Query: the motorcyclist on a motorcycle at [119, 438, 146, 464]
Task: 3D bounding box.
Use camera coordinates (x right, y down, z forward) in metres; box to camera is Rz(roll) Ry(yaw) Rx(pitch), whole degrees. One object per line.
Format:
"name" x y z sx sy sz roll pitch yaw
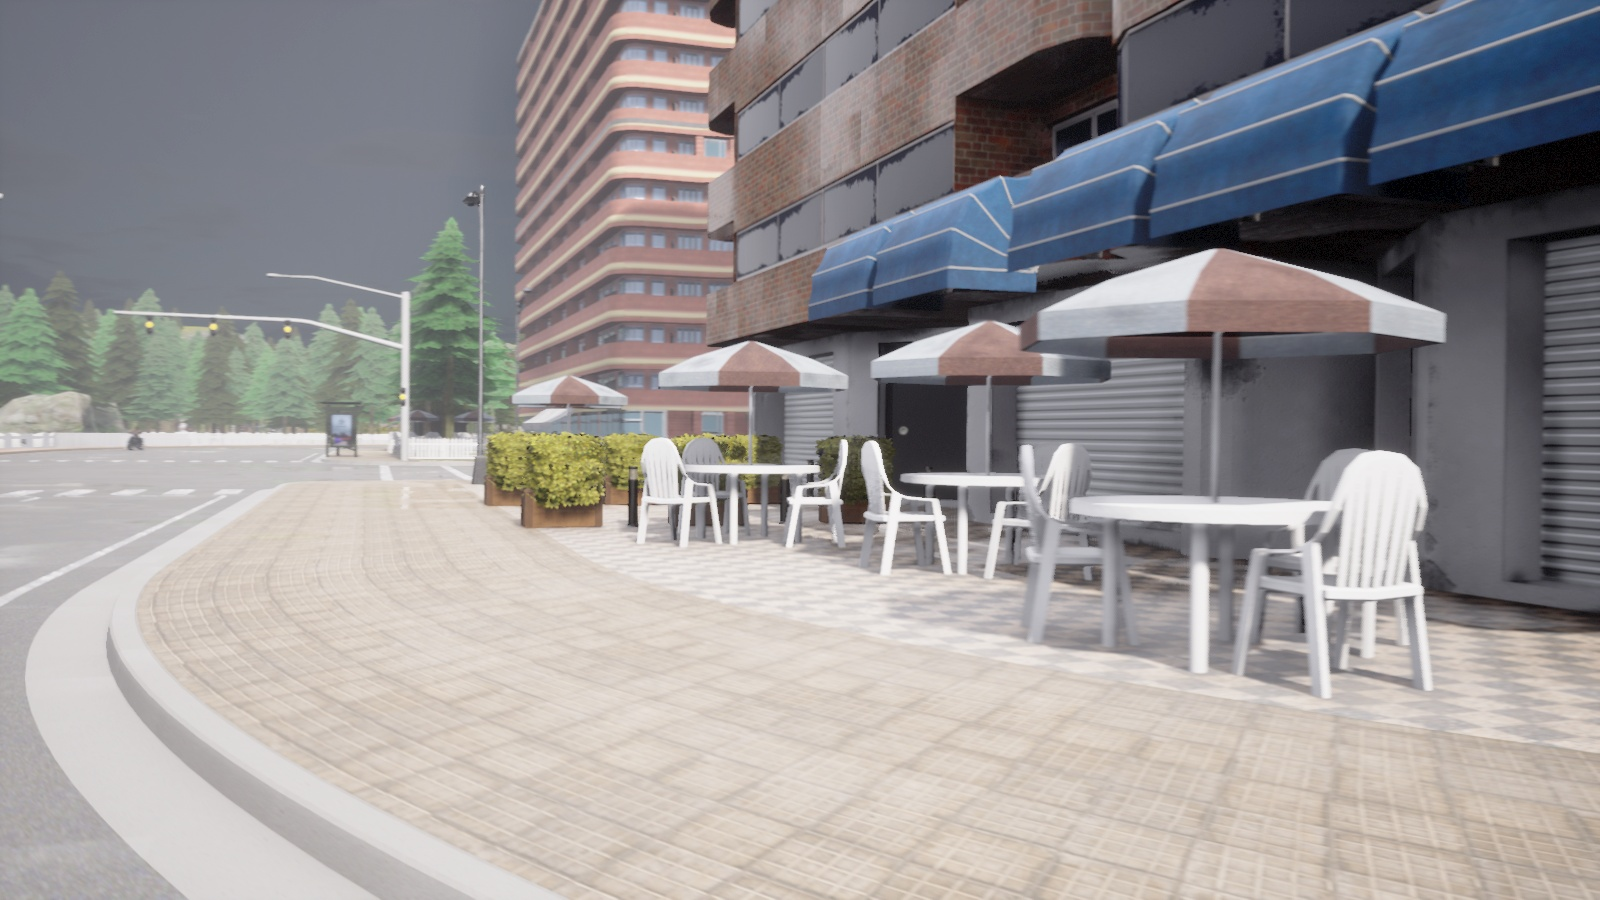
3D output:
"motorcyclist on a motorcycle" -43.631 0.030 82.047 0.766 1.649 2.350 0 1 -7
